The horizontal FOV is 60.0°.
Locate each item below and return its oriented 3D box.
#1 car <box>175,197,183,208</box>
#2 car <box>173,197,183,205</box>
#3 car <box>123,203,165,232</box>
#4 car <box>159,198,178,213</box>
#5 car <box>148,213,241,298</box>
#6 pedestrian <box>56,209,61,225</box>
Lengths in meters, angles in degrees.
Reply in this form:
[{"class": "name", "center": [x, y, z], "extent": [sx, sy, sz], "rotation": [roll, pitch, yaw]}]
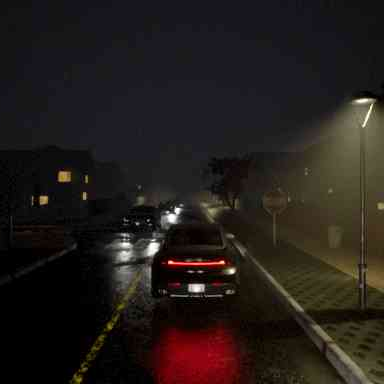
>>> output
[{"class": "car", "center": [-2.920, 1.762, 52.207], "extent": [1.895, 1.301, 4.718], "rotation": [0, 0, 0]}, {"class": "car", "center": [-2.885, 1.737, 67.904], "extent": [1.882, 1.535, 5.008], "rotation": [0, -1, 0]}, {"class": "car", "center": [-2.900, 1.571, 20.121], "extent": [1.837, 1.490, 4.892], "rotation": [-1, -3, 0]}, {"class": "car", "center": [-2.917, 1.692, 37.271], "extent": [1.895, 1.301, 4.718], "rotation": [0, 0, 0]}, {"class": "car", "center": [0.084, 1.516, 8.524], "extent": [1.837, 1.490, 4.892], "rotation": [0, 0, 0]}, {"class": "pedestrian", "center": [-9.957, 1.475, 24.862], "extent": [0.375, 1.860, 0.375], "rotation": [0, -2, 5]}]
